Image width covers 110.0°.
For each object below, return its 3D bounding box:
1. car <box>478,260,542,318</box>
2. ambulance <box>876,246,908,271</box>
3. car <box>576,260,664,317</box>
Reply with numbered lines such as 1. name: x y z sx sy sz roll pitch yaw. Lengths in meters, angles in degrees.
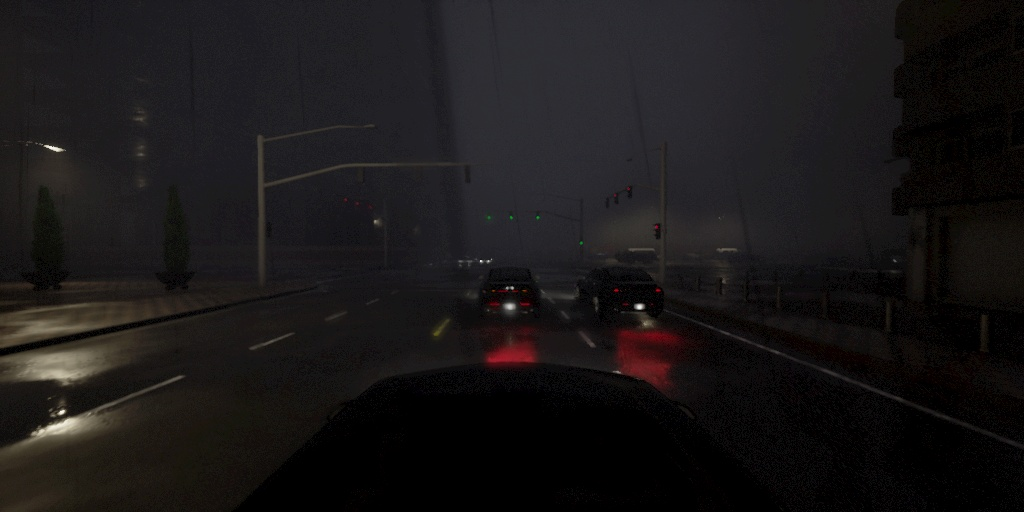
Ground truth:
1. car: -0.084 1.070 12.067 1.837 1.490 4.892 0 1 -1
2. ambulance: 40.679 0.198 36.024 6.366 2.431 2.351 0 1 -1
3. car: 3.415 1.067 12.120 1.837 1.490 4.892 0 1 -1
